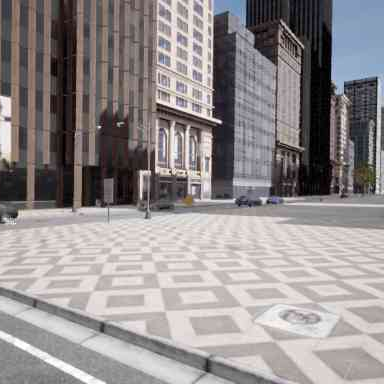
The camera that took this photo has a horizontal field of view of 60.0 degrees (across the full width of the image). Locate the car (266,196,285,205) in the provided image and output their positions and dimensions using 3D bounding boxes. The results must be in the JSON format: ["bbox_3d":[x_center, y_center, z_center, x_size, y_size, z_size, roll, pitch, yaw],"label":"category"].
[{"bbox_3d":[13.948,1.362,55.478,1.994,1.385,4.181,1,1,35],"label":"car"}]

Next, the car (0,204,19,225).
[{"bbox_3d":[-13.812,1.416,21.453,2.128,1.511,4.902,1,1,34],"label":"car"}]

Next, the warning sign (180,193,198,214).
[{"bbox_3d":[-0.267,1.077,30.695,1.300,1.860,1.060,1,1,35],"label":"warning sign"}]

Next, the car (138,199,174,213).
[{"bbox_3d":[-3.792,1.418,35.785,1.994,1.385,4.181,1,1,35],"label":"car"}]

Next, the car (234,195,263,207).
[{"bbox_3d":[8.344,1.192,47.474,2.097,1.767,4.553,1,1,36],"label":"car"}]

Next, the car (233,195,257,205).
[{"bbox_3d":[8.501,1.289,52.979,1.837,1.490,4.892,1,1,35],"label":"car"}]
